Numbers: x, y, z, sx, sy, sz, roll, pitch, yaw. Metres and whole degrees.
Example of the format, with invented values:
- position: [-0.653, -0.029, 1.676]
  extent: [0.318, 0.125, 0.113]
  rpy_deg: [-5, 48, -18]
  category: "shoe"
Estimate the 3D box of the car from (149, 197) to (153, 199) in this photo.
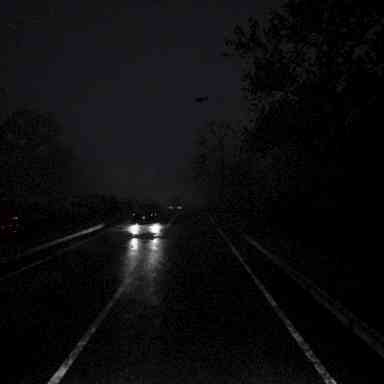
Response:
- position: [-10.103, 2.008, 59.538]
  extent: [5.366, 1.575, 1.946]
  rpy_deg: [0, -1, 0]
  category: "car"

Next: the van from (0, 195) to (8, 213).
- position: [-23.501, 1.374, 37.491]
  extent: [4.442, 1.987, 1.878]
  rpy_deg: [0, -1, 0]
  category: "van"

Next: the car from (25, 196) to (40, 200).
- position: [-23.352, 1.449, 42.906]
  extent: [5.566, 2.045, 2.435]
  rpy_deg: [0, -1, 0]
  category: "car"

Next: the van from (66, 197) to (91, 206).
- position: [-23.245, 1.939, 67.958]
  extent: [4.442, 1.987, 1.878]
  rpy_deg: [0, -1, 0]
  category: "van"

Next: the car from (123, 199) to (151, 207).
- position: [-10.257, 2.092, 62.314]
  extent: [4.792, 1.488, 2.163]
  rpy_deg: [0, -1, 0]
  category: "car"

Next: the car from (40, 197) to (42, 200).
- position: [-23.373, 1.754, 45.796]
  extent: [5.008, 1.535, 2.097]
  rpy_deg: [0, -1, 0]
  category: "car"

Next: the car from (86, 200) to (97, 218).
- position: [-10.315, 1.551, 26.249]
  extent: [4.674, 1.452, 2.002]
  rpy_deg: [0, 0, 0]
  category: "car"

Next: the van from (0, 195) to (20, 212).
- position: [-23.499, 1.423, 40.136]
  extent: [4.442, 1.987, 1.878]
  rpy_deg: [0, -1, 0]
  category: "van"

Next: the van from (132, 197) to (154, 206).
- position: [-10.397, 1.991, 70.646]
  extent: [4.442, 1.987, 1.878]
  rpy_deg: [0, -1, 0]
  category: "van"

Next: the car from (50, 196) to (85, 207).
- position: [-23.338, 1.811, 62.420]
  extent: [5.566, 2.045, 2.435]
  rpy_deg: [0, -1, 0]
  category: "car"

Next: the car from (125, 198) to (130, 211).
- position: [-10.305, 1.690, 40.108]
  extent: [4.674, 1.452, 2.002]
  rpy_deg: [0, -1, 0]
  category: "car"

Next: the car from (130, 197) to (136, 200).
- position: [-10.295, 1.701, 42.884]
  extent: [5.008, 1.535, 2.097]
  rpy_deg: [0, -1, 0]
  category: "car"

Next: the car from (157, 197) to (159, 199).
- position: [-10.308, 2.298, 73.417]
  extent: [4.792, 1.488, 2.163]
  rpy_deg: [0, -1, 0]
  category: "car"

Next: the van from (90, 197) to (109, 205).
- position: [-23.467, 2.284, 84.445]
  extent: [4.442, 1.987, 1.878]
  rpy_deg: [0, -1, 0]
  category: "van"

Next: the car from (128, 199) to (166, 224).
- position: [-3.343, 1.549, 25.474]
  extent: [1.837, 1.490, 4.892]
  rpy_deg: [0, 0, 0]
  category: "car"

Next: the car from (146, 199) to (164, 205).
- position: [-10.270, 2.739, 92.834]
  extent: [4.892, 1.521, 2.231]
  rpy_deg: [0, -2, 0]
  category: "car"

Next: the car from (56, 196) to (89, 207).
- position: [-23.336, 1.862, 65.190]
  extent: [5.566, 2.045, 2.435]
  rpy_deg: [0, -1, 0]
  category: "car"

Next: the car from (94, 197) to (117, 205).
- position: [-23.374, 2.411, 90.107]
  extent: [5.566, 2.045, 2.435]
  rpy_deg: [0, -2, 0]
  category: "car"

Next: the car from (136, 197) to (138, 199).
- position: [-10.267, 1.627, 45.663]
  extent: [4.553, 1.767, 2.185]
  rpy_deg: [0, -1, 0]
  category: "car"

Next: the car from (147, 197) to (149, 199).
- position: [-10.297, 1.960, 56.763]
  extent: [4.892, 1.521, 2.231]
  rpy_deg: [0, -1, 0]
  category: "car"

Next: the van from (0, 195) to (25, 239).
- position: [-10.437, 1.258, 15.144]
  extent: [4.442, 1.987, 1.878]
  rpy_deg: [0, 0, 0]
  category: "van"

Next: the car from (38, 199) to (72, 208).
- position: [-23.365, 1.959, 56.875]
  extent: [5.008, 1.535, 2.097]
  rpy_deg: [0, -1, 0]
  category: "car"

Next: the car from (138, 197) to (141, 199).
- position: [-10.265, 1.679, 48.438]
  extent: [4.553, 1.767, 2.185]
  rpy_deg: [0, -1, 0]
  category: "car"

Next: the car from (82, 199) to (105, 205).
- position: [-23.383, 2.409, 79.029]
  extent: [4.792, 1.488, 2.163]
  rpy_deg: [0, -1, 0]
  category: "car"

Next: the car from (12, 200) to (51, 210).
- position: [-23.374, 1.845, 48.566]
  extent: [4.674, 1.452, 2.002]
  rpy_deg: [0, -1, 0]
  category: "car"

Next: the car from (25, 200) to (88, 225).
- position: [-10.285, 1.534, 23.471]
  extent: [4.792, 1.488, 2.163]
  rpy_deg: [0, 0, 0]
  category: "car"

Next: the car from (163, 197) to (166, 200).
- position: [-10.085, 2.507, 84.388]
  extent: [5.366, 1.575, 1.946]
  rpy_deg: [0, -2, 0]
  category: "car"

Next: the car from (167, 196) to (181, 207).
- position: [-3.285, 1.873, 66.987]
  extent: [2.150, 2.045, 5.566]
  rpy_deg: [0, -1, 0]
  category: "car"

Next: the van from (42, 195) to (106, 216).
- position: [-10.194, 1.292, 29.025]
  extent: [4.442, 1.987, 1.878]
  rpy_deg: [0, 0, 0]
  category: "van"

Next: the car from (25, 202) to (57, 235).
- position: [-10.324, 1.490, 17.920]
  extent: [5.008, 1.535, 2.097]
  rpy_deg: [0, 0, 0]
  category: "car"

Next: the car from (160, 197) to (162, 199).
- position: [-10.268, 2.381, 78.969]
  extent: [4.892, 1.521, 2.231]
  rpy_deg: [0, -1, 0]
  category: "car"

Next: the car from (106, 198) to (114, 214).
- position: [-10.338, 1.555, 31.807]
  extent: [4.792, 1.488, 2.163]
  rpy_deg: [0, -1, 0]
  category: "car"

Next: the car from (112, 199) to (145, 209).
- position: [-10.286, 1.909, 53.987]
  extent: [4.892, 1.521, 2.231]
  rpy_deg: [0, -1, 0]
  category: "car"

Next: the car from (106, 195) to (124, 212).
- position: [-10.335, 1.296, 34.562]
  extent: [5.566, 2.045, 2.435]
  rpy_deg: [0, -1, 0]
  category: "car"

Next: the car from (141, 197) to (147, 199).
- position: [-10.109, 1.853, 51.212]
  extent: [5.366, 1.575, 1.946]
  rpy_deg: [0, -1, 0]
  category: "car"
